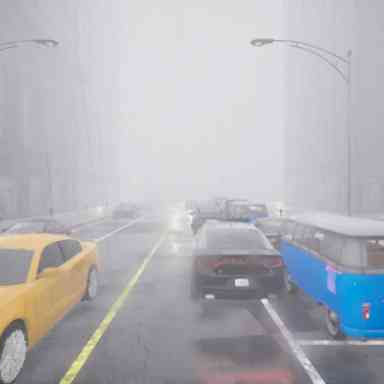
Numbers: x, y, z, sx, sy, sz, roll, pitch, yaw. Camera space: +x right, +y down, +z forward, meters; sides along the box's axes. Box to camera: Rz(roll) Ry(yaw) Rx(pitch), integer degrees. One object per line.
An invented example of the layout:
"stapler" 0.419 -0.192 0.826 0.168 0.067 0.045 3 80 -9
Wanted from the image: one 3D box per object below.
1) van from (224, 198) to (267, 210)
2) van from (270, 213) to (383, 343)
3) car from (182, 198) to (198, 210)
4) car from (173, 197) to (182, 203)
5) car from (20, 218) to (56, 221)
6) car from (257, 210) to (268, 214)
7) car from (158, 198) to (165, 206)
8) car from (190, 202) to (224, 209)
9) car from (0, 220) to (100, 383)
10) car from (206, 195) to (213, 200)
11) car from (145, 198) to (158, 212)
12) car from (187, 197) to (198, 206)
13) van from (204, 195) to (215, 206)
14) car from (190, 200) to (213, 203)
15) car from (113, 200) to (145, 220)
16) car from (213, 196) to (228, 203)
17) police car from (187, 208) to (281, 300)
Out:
"van" 2.882 1.386 17.586 1.690 1.788 3.998 0 0 0
"van" 2.860 1.357 6.290 1.690 1.788 3.998 0 0 0
"car" 0.095 1.594 44.923 2.128 1.511 4.902 0 0 0
"car" -2.869 1.695 70.444 1.994 1.385 4.181 0 0 0
"car" -5.652 1.613 11.950 1.802 1.307 4.206 0 0 0
"car" 2.872 1.575 11.938 1.887 1.381 4.507 0 0 0
"car" -5.567 1.684 57.143 1.947 1.339 4.313 0 0 0
"car" 0.932 1.553 18.519 1.837 1.490 4.892 0 0 0
"car" -2.991 1.492 5.490 1.882 1.535 5.008 0 0 0
"car" 2.914 1.400 34.533 2.192 1.841 5.009 0 0 0
"car" -5.599 1.677 40.195 1.802 1.307 4.206 0 0 0
"car" 0.111 1.684 59.935 1.994 1.385 4.181 0 0 0
"van" 2.958 1.459 57.128 1.690 1.788 3.998 0 0 0
"car" 0.944 1.568 24.518 1.837 1.490 4.892 0 0 0
"car" -5.620 1.617 28.897 1.887 1.381 4.507 0 0 0
"car" 2.893 1.375 23.235 2.192 1.841 5.009 0 0 0
"police car" 0.914 1.448 8.629 1.930 1.638 5.238 0 0 0
